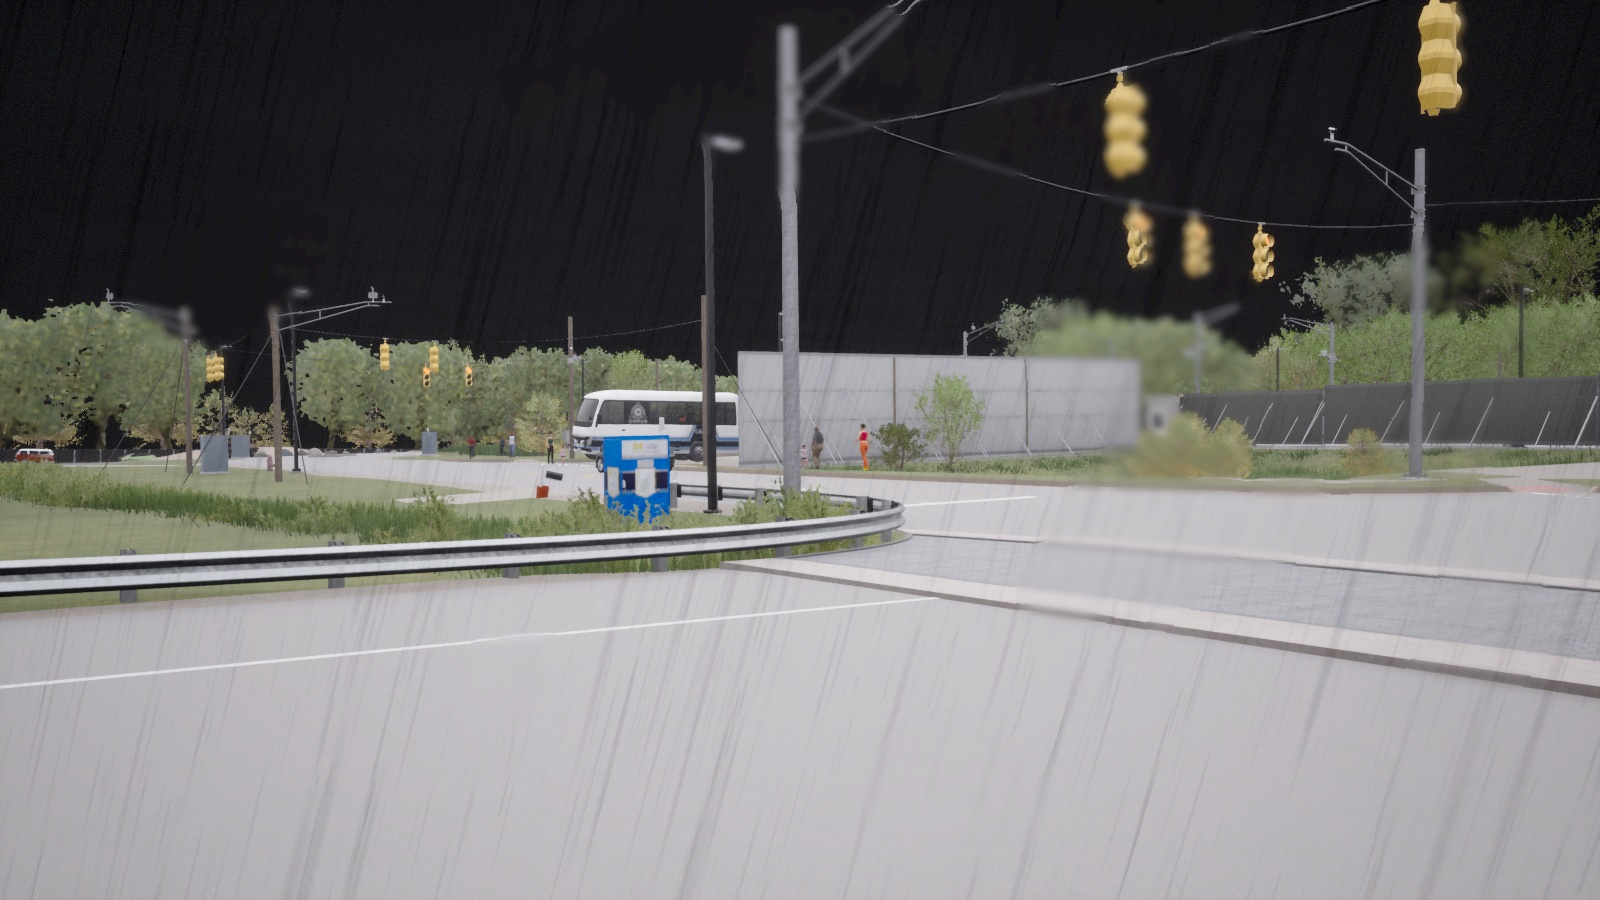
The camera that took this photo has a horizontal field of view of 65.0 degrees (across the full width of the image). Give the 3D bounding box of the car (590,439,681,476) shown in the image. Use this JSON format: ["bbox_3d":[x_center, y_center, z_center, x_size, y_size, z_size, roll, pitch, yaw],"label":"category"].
[{"bbox_3d":[-7.139,0.281,54.108,1.837,1.490,4.892,-2,2,-35],"label":"car"}]

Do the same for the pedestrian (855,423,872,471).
[{"bbox_3d":[2.478,-0.133,49.030,0.345,1.836,0.594,-2,2,-36],"label":"pedestrian"}]

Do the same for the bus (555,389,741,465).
[{"bbox_3d":[-9.107,-1.401,75.539,10.273,4.253,3.944,0,3,-29],"label":"bus"}]

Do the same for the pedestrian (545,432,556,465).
[{"bbox_3d":[-14.082,-0.073,70.935,0.345,1.836,0.594,-2,2,-35],"label":"pedestrian"}]

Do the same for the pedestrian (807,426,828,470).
[{"bbox_3d":[0.733,-0.096,52.951,0.540,1.848,0.694,-2,3,-37],"label":"pedestrian"}]
